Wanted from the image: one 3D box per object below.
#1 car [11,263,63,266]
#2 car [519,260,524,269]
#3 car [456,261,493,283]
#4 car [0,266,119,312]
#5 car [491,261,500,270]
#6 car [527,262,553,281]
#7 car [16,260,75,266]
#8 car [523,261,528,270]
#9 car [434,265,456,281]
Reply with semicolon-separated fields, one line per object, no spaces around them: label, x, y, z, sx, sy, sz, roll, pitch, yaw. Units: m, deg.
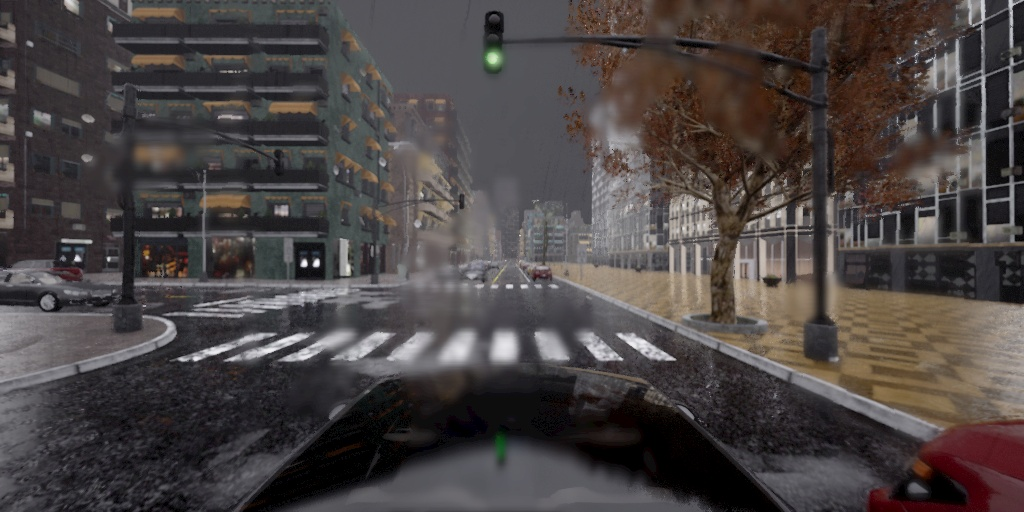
car;-22.057;1.110;15.003;4.181;1.385;1.994;1;0;-1
car;2.623;1.716;59.571;1.802;1.307;4.207;0;0;0
car;-3.033;1.418;29.744;2.128;1.511;4.902;0;0;0
car;-16.448;1.156;12.473;4.403;1.370;2.007;0;0;-1
car;-3.068;1.649;60.693;1.837;1.490;4.892;0;-1;0
car;2.655;1.485;31.909;1.888;1.381;4.507;0;0;0
car;-27.644;0.949;20.728;4.097;1.591;1.967;0;0;-1
car;2.642;1.541;43.144;1.751;1.417;4.829;0;0;0
car;-5.725;1.491;31.899;2.007;1.370;4.403;0;0;0
